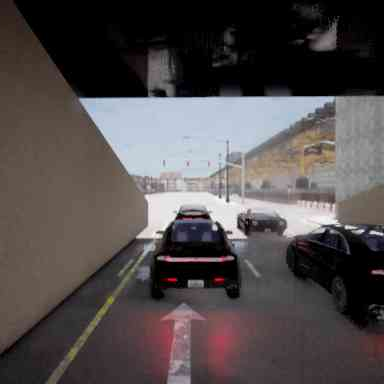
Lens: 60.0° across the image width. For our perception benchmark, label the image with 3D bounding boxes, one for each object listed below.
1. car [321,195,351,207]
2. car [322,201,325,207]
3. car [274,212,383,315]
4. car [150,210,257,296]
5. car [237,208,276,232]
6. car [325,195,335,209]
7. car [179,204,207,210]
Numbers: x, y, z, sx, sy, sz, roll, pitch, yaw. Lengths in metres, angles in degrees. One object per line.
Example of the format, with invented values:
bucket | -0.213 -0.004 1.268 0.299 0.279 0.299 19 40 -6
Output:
car | 17.460 1.042 40.182 1.853 1.218 4.536 0 1 45
car | 17.424 1.200 40.146 2.038 1.542 4.974 0 1 45
car | 3.568 1.445 7.410 2.128 1.511 4.902 0 0 0
car | 0.067 1.437 8.464 2.128 1.511 4.902 0 0 0
car | 3.549 1.488 17.831 1.895 1.301 4.718 0 0 0
car | 17.332 1.229 35.539 2.038 1.542 4.974 0 0 -35
car | 0.049 1.393 17.585 1.837 1.490 4.892 0 0 0
